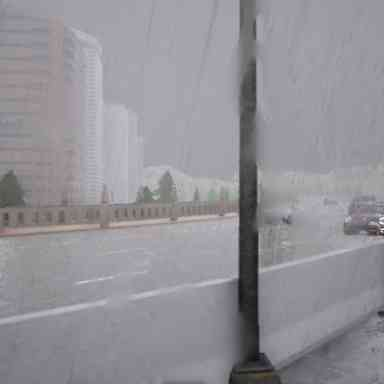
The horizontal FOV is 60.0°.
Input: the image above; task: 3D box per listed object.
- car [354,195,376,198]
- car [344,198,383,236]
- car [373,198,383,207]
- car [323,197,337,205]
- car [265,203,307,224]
[{"bbox_3d":[16.768,1.299,32.342,2.150,2.045,5.566,0,0,33],"label":"car"},{"bbox_3d":[9.847,1.395,17.869,2.097,1.767,4.553,0,0,42],"label":"car"},{"bbox_3d":[30.632,1.685,53.400,1.994,1.385,4.181,0,0,19],"label":"car"},{"bbox_3d":[25.856,1.677,62.220,1.812,1.442,4.674,0,0,14],"label":"car"},{"bbox_3d":[7.310,1.599,25.507,1.812,1.442,4.674,0,0,40],"label":"car"}]
